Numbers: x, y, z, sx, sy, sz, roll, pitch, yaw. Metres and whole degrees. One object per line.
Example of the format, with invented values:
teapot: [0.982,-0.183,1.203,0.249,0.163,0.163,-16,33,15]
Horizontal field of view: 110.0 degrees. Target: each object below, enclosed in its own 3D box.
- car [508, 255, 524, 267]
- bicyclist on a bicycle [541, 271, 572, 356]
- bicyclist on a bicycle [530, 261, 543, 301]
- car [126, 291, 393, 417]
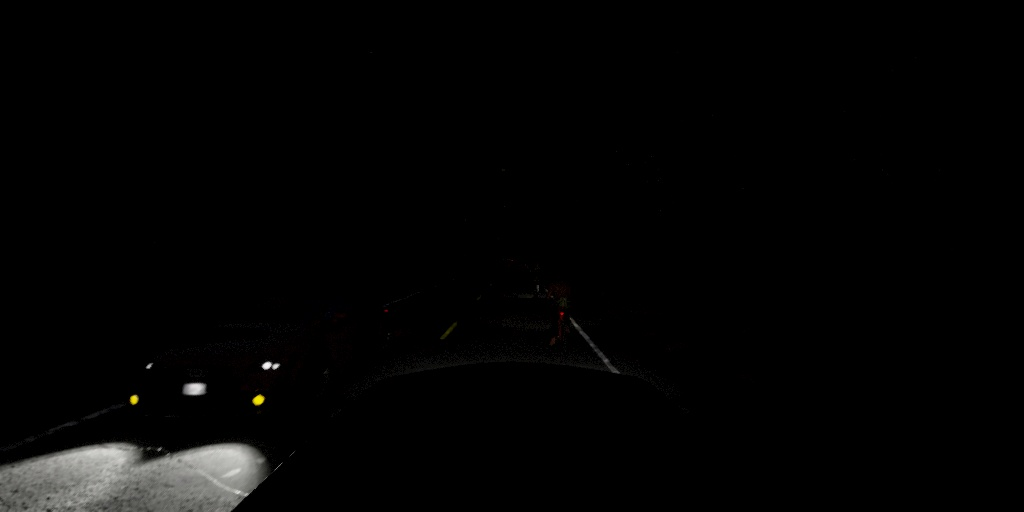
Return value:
car: [0.913,0.853,61.513,2.150,2.045,5.566,0,0,2]
bicyclist on a bicycle: [1.028,1.200,7.682,0.582,1.620,1.656,0,0,1]
bicyclist on a bicycle: [1.139,1.113,16.332,0.659,1.776,1.843,0,0,1]
car: [-3.557,1.311,6.028,1.994,1.385,4.181,0,0,1]
